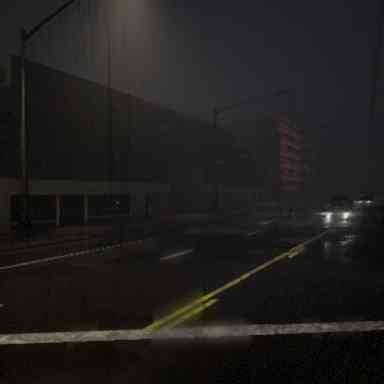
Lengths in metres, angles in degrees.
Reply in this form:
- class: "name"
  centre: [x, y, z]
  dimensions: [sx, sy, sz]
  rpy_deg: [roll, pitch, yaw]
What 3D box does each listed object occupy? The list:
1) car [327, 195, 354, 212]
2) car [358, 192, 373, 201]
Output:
- class: "car"
  centre: [14.583, 1.104, 32.574]
  dimensions: [1.837, 1.490, 4.892]
  rpy_deg: [-1, 2, 33]
- class: "car"
  centre: [27.242, 0.736, 52.114]
  dimensions: [2.033, 1.411, 5.357]
  rpy_deg: [-1, 0, 33]
